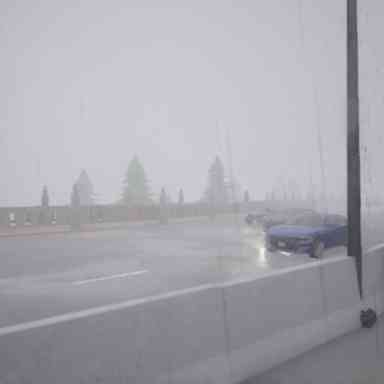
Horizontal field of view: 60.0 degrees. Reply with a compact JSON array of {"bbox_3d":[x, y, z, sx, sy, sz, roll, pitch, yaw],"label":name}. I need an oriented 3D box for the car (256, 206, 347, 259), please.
[{"bbox_3d":[4.862,1.536,13.220,5.008,1.535,1.882,0,0,-45],"label":"car"}]

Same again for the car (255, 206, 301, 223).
[{"bbox_3d":[5.957,1.573,19.333,1.882,1.535,5.008,0,0,42],"label":"car"}]

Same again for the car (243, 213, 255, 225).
[{"bbox_3d":[5.679,1.733,24.243,1.895,1.301,4.718,-1,-1,40],"label":"car"}]

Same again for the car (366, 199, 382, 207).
[{"bbox_3d":[31.156,1.838,56.894,1.895,1.301,4.718,-1,0,38],"label":"car"}]
